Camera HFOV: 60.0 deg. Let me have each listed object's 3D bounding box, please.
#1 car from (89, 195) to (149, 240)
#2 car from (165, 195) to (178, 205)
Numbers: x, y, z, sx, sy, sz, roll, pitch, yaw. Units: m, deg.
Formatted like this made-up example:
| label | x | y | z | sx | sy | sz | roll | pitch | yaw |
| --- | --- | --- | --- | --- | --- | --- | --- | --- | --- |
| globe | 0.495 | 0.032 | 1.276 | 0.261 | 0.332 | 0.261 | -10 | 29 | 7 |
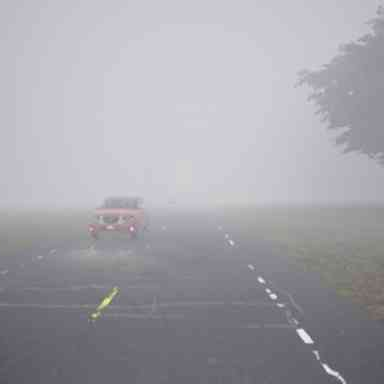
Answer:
| label | x | y | z | sx | sy | sz | roll | pitch | yaw |
| --- | --- | --- | --- | --- | --- | --- | --- | --- | --- |
| car | -3.603 | 1.211 | 17.428 | 2.150 | 2.045 | 5.566 | 0 | 0 | 0 |
| car | -3.536 | 1.362 | 59.236 | 2.097 | 1.767 | 4.553 | 0 | 0 | 1 |
